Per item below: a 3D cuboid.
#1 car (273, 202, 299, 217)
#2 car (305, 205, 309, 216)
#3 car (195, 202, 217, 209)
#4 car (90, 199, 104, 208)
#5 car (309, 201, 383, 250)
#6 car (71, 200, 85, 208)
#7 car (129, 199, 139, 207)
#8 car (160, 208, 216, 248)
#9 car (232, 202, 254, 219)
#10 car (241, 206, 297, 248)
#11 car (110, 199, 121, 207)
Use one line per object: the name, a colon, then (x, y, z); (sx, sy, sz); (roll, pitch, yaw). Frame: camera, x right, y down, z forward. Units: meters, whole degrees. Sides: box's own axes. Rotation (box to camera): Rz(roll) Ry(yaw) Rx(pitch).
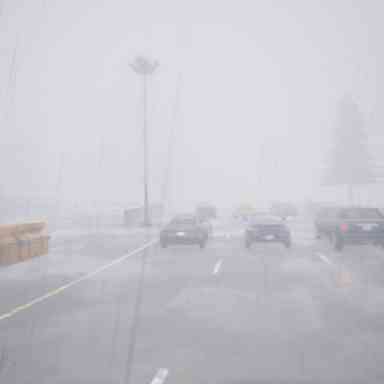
car: (8.262, 1.650, 30.272); (2.033, 1.411, 5.357); (-1, 0, 3)
car: (11.773, 1.583, 30.486); (1.812, 1.442, 4.674); (-1, 0, 3)
car: (1.291, 1.681, 31.119); (1.882, 1.535, 5.008); (-1, 0, 3)
car: (-18.243, 2.051, 63.915); (2.097, 1.767, 4.553); (-1, 0, -9)
car: (6.726, 1.361, 14.300); (2.097, 1.767, 4.553); (-1, -1, 8)
car: (-21.627, 2.301, 63.047); (1.994, 1.385, 4.181); (-1, 0, -9)
car: (-11.350, 2.163, 65.322); (2.033, 1.411, 5.357); (-1, 0, -9)
car: (-0.168, 1.677, 15.537); (1.994, 1.385, 4.181); (-1, 0, 8)
car: (4.786, 1.632, 30.938); (1.882, 1.535, 5.008); (-1, 0, 3)
car: (3.306, 1.588, 15.093); (1.812, 1.442, 4.674); (-1, 0, 8)
car: (-14.804, 2.132, 64.581); (1.882, 1.535, 5.008); (-1, 0, -9)
